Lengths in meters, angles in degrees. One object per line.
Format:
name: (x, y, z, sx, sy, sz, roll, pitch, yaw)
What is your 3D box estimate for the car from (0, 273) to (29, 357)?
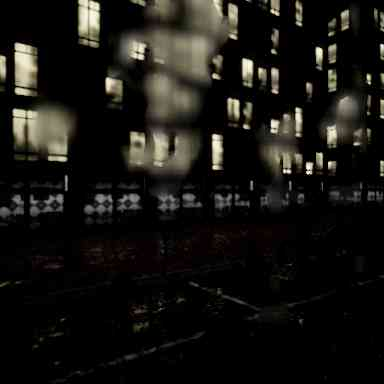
car: (-4.197, 1.560, 3.561, 4.403, 1.369, 2.008, 0, 1, -36)

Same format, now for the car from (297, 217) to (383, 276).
car: (5.070, 1.484, 10.173, 4.507, 1.381, 1.887, 0, 1, -36)
